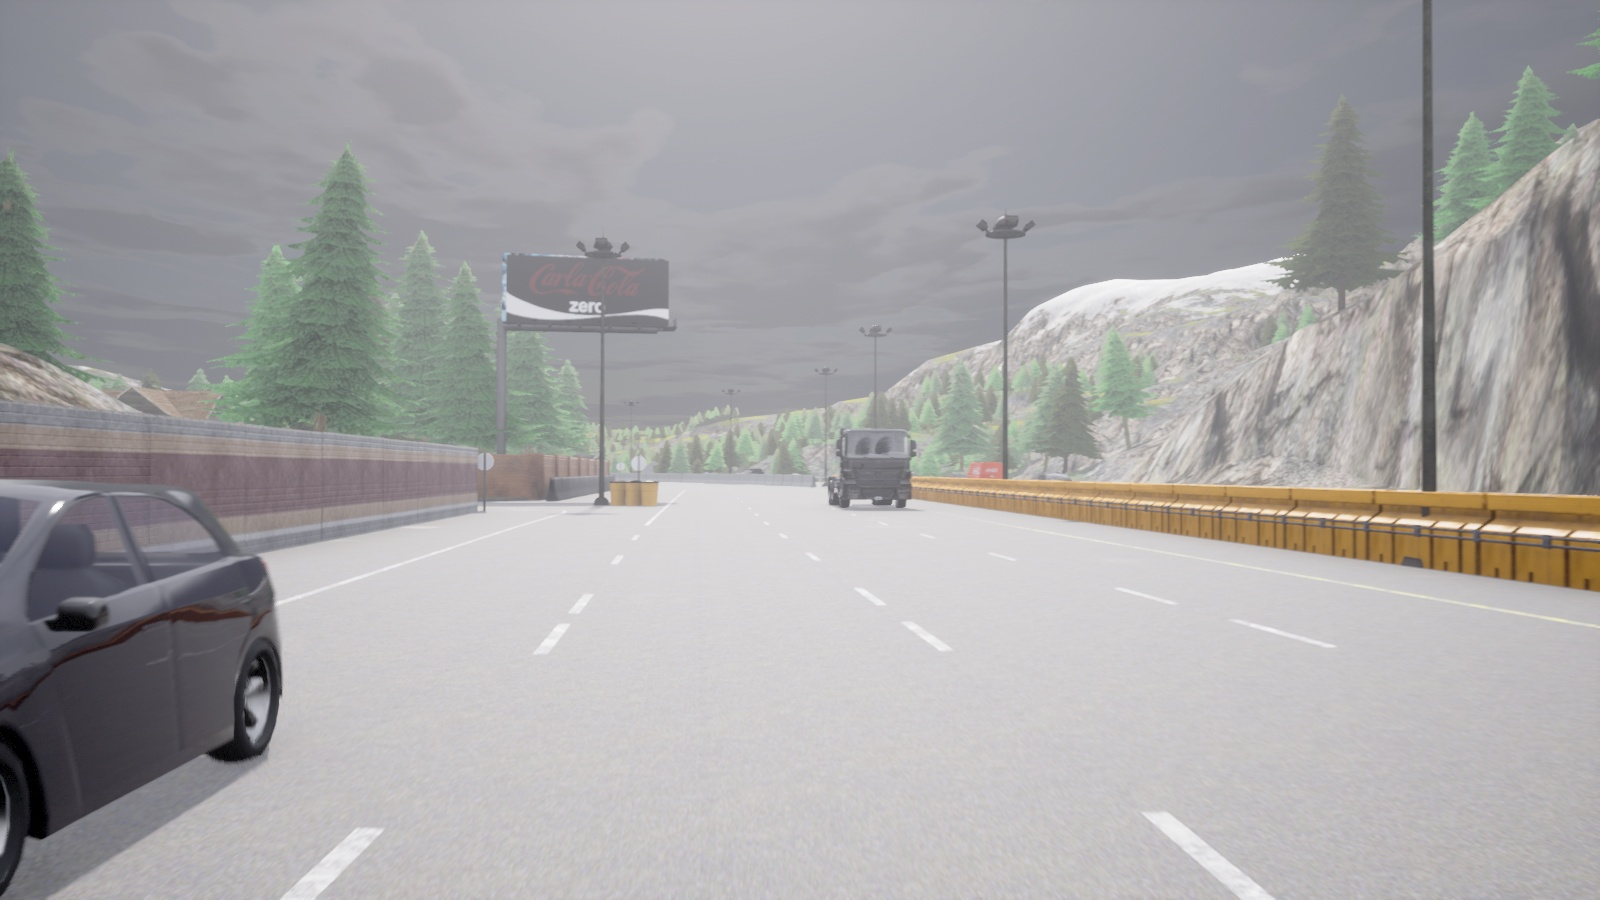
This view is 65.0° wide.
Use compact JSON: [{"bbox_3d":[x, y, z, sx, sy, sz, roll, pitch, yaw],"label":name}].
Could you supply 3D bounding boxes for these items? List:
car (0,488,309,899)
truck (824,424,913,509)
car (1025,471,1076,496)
[{"bbox_3d":[-3.608,0.932,5.231,1.845,1.501,3.633,0,-1,-3],"label":"car"},{"bbox_3d":[2.891,0.749,55.503,2.891,3.462,7.936,0,-1,-4],"label":"truck"},{"bbox_3d":[15.310,2.043,77.076,1.837,1.490,4.892,0,-1,-4],"label":"car"}]
